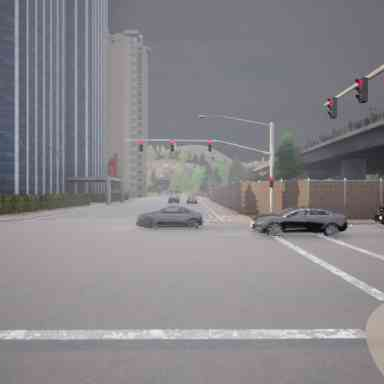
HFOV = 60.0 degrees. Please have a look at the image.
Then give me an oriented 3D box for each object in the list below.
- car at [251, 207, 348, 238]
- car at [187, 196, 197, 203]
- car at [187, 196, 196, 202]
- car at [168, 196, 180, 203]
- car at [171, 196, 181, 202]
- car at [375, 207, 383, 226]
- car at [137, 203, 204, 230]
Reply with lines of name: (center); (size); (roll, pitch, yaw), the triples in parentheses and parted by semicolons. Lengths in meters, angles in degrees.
car: (5.586, 1.536, 17.486); (4.902, 1.511, 2.128); (1, 0, 0)
car: (-0.008, 1.564, 62.441); (1.994, 1.385, 4.181); (0, 0, 0)
car: (-0.129, 1.595, 74.641); (1.895, 1.301, 4.718); (0, 0, 0)
car: (-3.513, 1.478, 64.282); (1.882, 1.535, 5.008); (0, 0, 0)
car: (-3.628, 1.540, 74.499); (2.033, 1.411, 5.357); (0, 0, 0)
car: (14.670, 1.277, 21.021); (5.566, 2.045, 2.150); (0, 0, 0)
car: (-1.341, 1.592, 20.960); (4.181, 1.385, 1.994); (0, 0, 0)
